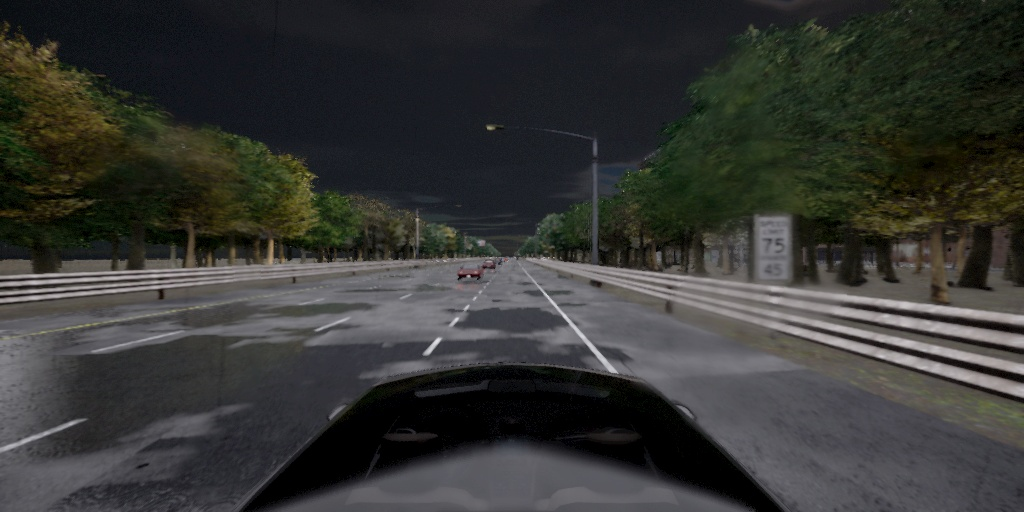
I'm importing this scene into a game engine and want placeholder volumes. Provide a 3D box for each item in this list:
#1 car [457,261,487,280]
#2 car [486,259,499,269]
[{"bbox_3d":[-3.502,1.361,31.176,1.895,1.301,4.718,0,0,0],"label":"car"},{"bbox_3d":[-3.475,1.316,55.331,1.812,1.442,4.674,0,0,0],"label":"car"}]
